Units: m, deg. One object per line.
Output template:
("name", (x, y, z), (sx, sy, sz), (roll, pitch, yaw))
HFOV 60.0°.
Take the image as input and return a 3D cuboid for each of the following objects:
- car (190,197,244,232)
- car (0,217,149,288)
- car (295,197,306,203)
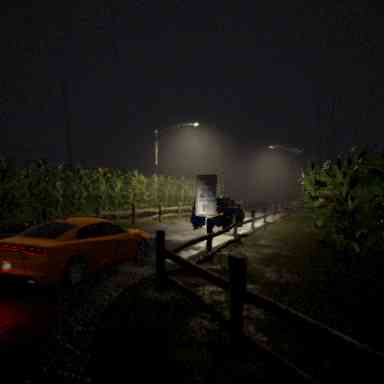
("car", (1.741, 1.307, 21.199), (2.150, 2.045, 5.566), (1, 0, 22))
("car", (-3.032, 1.455, 9.438), (1.882, 1.535, 5.008), (1, 0, 22))
("car", (27.185, 2.070, 83.939), (2.097, 1.767, 4.553), (1, 0, 22))
